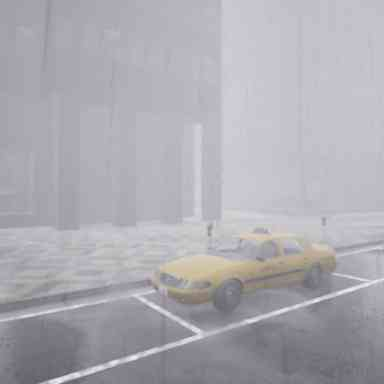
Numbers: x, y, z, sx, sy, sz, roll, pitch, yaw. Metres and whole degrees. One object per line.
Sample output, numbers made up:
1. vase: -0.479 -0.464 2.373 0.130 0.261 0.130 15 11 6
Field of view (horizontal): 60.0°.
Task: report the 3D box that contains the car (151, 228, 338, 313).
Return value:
1. car: 1.421 1.543 7.666 4.829 1.417 1.752 0 0 -36
